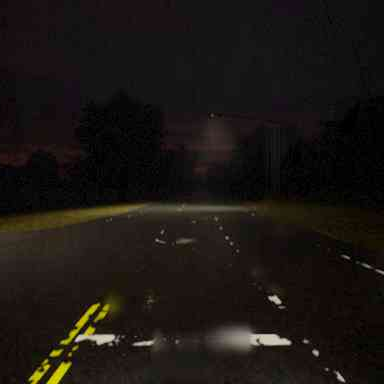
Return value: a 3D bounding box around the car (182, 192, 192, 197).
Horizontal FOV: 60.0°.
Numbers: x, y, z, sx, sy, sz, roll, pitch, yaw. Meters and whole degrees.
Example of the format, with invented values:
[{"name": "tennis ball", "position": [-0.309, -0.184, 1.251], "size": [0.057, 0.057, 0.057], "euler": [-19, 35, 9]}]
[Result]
[{"name": "car", "position": [-1.244, 0.603, 80.761], "size": [1.994, 1.385, 4.181], "euler": [0, 1, 6]}]
